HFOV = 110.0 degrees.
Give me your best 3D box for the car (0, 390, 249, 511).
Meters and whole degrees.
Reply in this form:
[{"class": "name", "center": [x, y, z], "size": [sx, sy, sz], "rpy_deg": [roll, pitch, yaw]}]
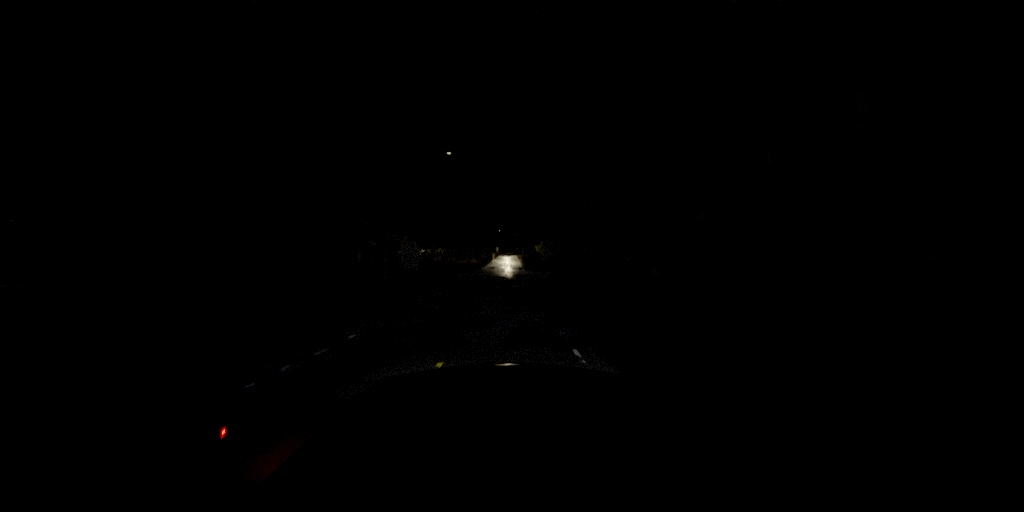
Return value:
[{"class": "car", "center": [-2.850, 1.275, 0.214], "size": [2.033, 1.411, 5.357], "rpy_deg": [0, -1, 0]}]
